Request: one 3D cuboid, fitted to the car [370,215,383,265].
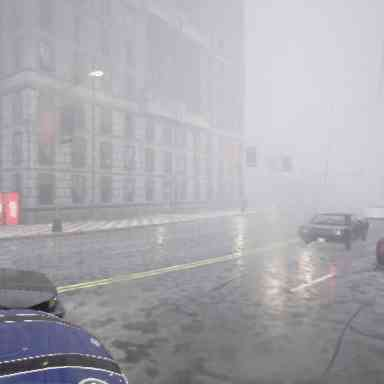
[{"bbox_3d":[7.443,1.561,10.778,1.994,1.385,4.181,0,0,41],"label":"car"}]

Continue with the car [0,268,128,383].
[{"bbox_3d":[-2.548,1.351,1.746,4.553,1.767,2.097,0,0,-33],"label":"car"}]

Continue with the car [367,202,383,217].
[{"bbox_3d":[14.343,1.515,25.337,1.812,1.442,4.674,0,0,36],"label":"car"}]

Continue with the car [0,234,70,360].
[{"bbox_3d":[-4.606,1.541,4.313,5.357,1.411,2.033,0,0,-34],"label":"car"}]

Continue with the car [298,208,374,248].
[{"bbox_3d":[6.487,1.594,14.858,1.895,1.301,4.718,0,0,38],"label":"car"}]
